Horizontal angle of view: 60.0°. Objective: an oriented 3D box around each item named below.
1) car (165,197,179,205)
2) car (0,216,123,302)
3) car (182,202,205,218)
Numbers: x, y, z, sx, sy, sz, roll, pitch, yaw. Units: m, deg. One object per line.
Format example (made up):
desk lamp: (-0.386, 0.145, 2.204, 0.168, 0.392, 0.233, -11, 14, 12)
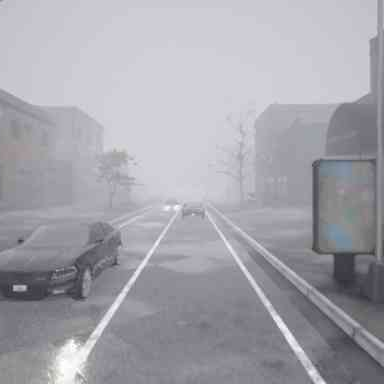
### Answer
car: (-3.064, 1.385, 52.055, 1.895, 1.301, 4.718, 0, 0, 0)
car: (-3.100, 1.455, 8.489, 1.882, 1.535, 5.008, 0, 0, 0)
car: (0.099, 1.486, 28.544, 1.895, 1.301, 4.718, 0, 0, 0)
